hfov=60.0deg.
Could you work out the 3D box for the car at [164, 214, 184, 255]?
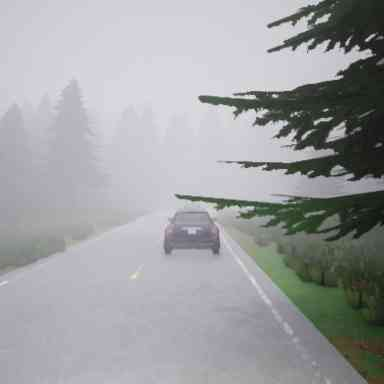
[{"bbox_3d":[0.004,1.481,14.082,2.097,1.767,4.553,0,-1,0],"label":"car"}]
